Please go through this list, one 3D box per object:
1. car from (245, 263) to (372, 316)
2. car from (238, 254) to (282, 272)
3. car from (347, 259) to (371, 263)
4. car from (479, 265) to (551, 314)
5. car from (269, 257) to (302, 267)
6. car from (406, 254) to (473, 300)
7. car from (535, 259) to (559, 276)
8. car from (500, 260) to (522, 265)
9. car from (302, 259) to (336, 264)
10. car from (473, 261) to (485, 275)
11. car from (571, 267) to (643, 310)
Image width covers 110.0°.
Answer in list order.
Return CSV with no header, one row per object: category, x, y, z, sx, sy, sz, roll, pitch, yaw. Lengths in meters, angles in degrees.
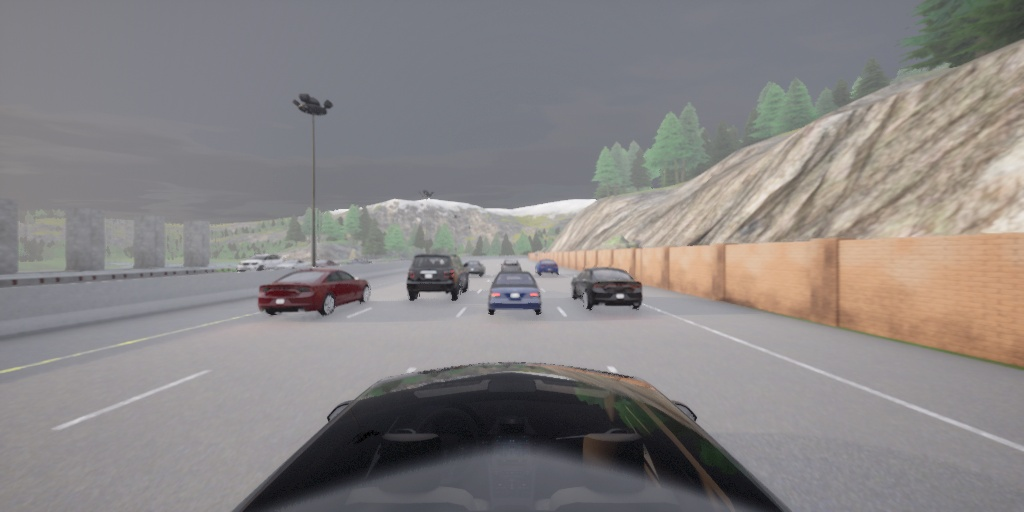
car,-6.909,1.185,13.160,1.882,1.535,5.008,0,0,0
car,-28.451,0.833,40.942,2.150,2.045,5.566,0,0,-1
car,-17.981,1.082,41.848,2.128,1.511,4.902,0,0,-1
car,0.091,1.242,13.502,2.033,1.411,5.357,0,0,0
car,-24.959,1.130,40.916,1.812,1.442,4.674,0,0,-1
car,-3.412,0.903,17.353,2.150,2.045,5.566,0,0,0
car,3.363,1.066,35.174,1.882,1.535,5.008,0,0,-1
car,-0.105,1.093,33.598,2.128,1.511,4.902,0,0,-1
car,-21.457,1.125,40.833,1.812,1.442,4.674,0,0,-1
car,-3.621,1.167,34.283,1.994,1.385,4.181,0,0,-1
car,3.590,1.163,14.376,1.882,1.535,5.008,0,0,0
